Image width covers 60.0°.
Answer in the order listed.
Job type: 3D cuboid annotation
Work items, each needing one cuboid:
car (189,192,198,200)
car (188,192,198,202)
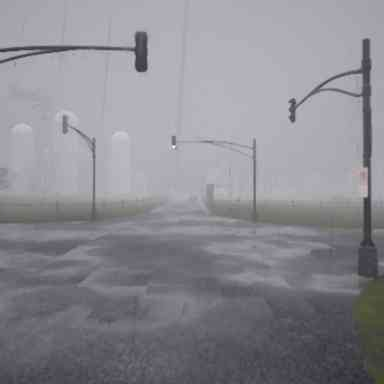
[{"bbox_3d":[0.312,0.843,77.657,2.097,1.767,4.553,0,0,0],"label":"car"},{"bbox_3d":[0.259,1.191,67.265,2.128,1.511,4.902,0,0,0],"label":"car"}]
